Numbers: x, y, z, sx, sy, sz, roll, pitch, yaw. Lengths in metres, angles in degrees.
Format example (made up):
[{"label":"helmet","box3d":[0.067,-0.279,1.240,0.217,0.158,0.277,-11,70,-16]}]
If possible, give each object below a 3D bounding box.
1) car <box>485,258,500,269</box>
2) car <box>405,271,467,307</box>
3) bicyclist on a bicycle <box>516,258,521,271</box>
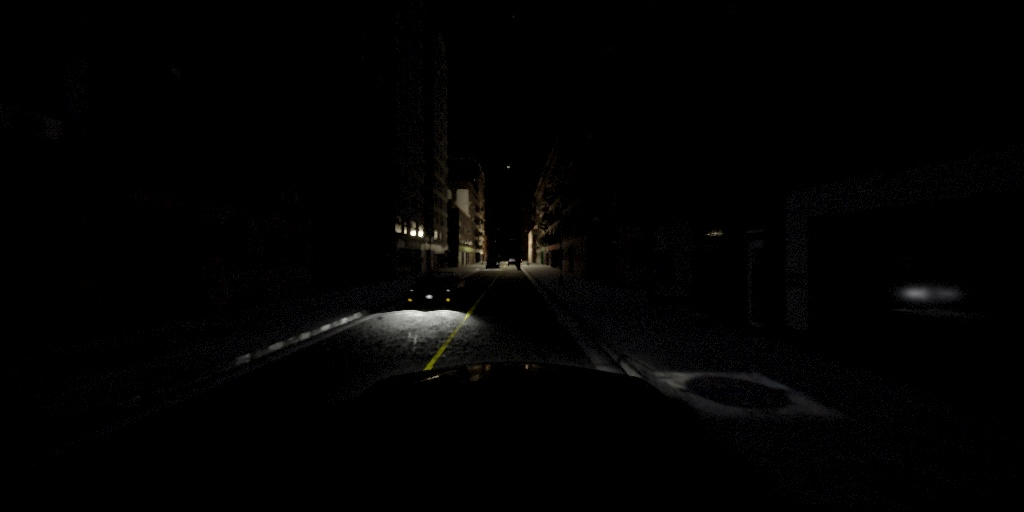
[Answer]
[{"label":"car","box3d":[-3.048,1.153,56.610,2.097,1.767,4.553,0,0,1]},{"label":"car","box3d":[-3.097,1.326,15.349,1.994,1.385,4.181,0,0,0]},{"label":"bicyclist on a bicycle","box3d":[0.830,1.159,43.997,0.659,1.776,1.843,0,0,0]}]
